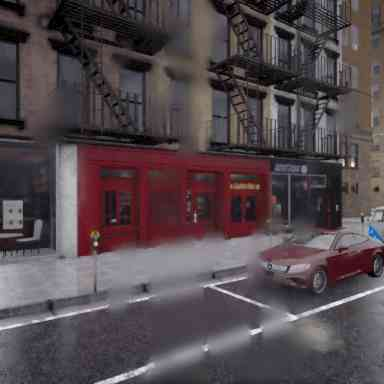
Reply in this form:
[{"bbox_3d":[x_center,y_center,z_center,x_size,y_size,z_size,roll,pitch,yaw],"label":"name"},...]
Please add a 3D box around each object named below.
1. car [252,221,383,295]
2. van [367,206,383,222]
[{"bbox_3d":[3.424,1.581,8.618,4.206,1.307,1.802,0,0,-35],"label":"car"},{"bbox_3d":[7.832,1.340,11.747,3.998,1.788,1.690,0,0,-35],"label":"van"}]
